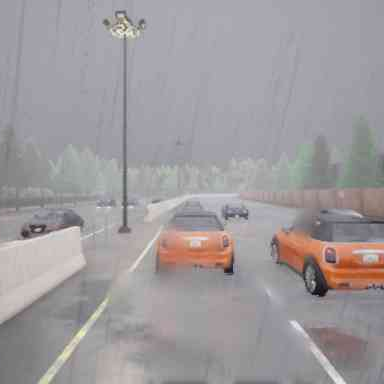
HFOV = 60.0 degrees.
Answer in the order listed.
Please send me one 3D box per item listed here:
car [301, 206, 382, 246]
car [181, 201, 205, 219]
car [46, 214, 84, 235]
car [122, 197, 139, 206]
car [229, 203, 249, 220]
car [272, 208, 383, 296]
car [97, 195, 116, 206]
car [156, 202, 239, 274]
[{"bbox_3d":[7.027,1.525,16.290,1.812,1.442,4.674,0,0,-1],"label":"car"},{"bbox_3d":[0.112,1.562,30.121,1.994,1.385,4.181,0,0,1],"label":"car"},{"bbox_3d":[-7.144,1.563,17.387,1.994,1.385,4.181,0,0,0],"label":"car"},{"bbox_3d":[-10.015,1.544,54.410,2.033,1.411,5.357,0,0,2],"label":"car"},{"bbox_3d":[3.567,1.599,28.227,1.895,1.301,4.718,0,0,1],"label":"car"},{"bbox_3d":[3.589,1.352,8.815,2.097,1.767,4.553,0,0,0],"label":"car"},{"bbox_3d":[-13.542,1.349,52.865,2.097,1.767,4.553,0,0,2],"label":"car"},{"bbox_3d":[0.080,1.351,10.701,2.097,1.767,4.553,0,0,0],"label":"car"}]
